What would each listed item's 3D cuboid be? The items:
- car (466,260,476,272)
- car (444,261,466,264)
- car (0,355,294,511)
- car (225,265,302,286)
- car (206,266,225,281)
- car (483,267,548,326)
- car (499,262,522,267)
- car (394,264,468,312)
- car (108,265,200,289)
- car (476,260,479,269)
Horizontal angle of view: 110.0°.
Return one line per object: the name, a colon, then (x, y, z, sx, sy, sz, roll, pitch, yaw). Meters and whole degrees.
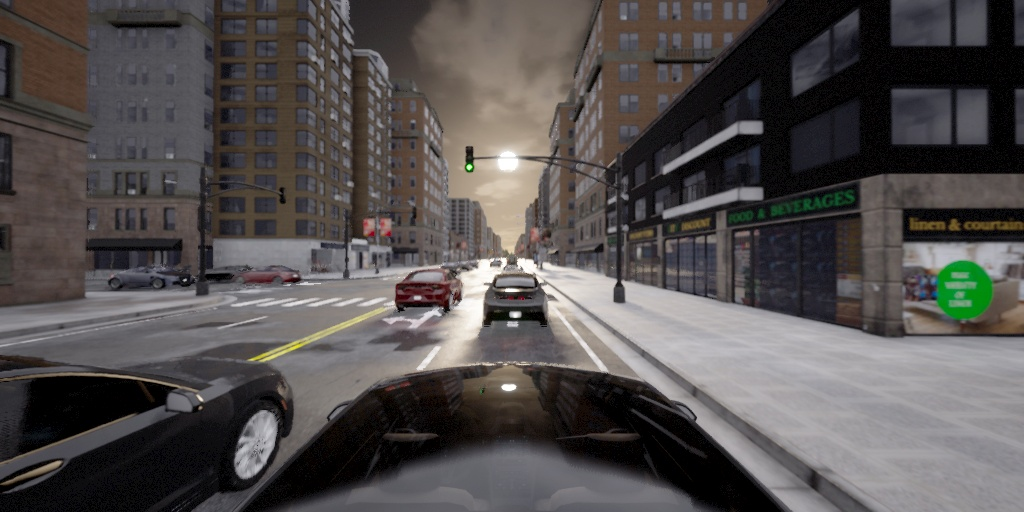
car: (-6.574, 1.369, 49.296, 2.033, 1.411, 5.357, 0, 0, 1)
car: (-6.597, 1.351, 38.844, 2.033, 1.411, 5.357, 0, 0, 0)
car: (-3.150, 1.255, 1.670, 1.837, 1.490, 4.892, 0, 0, 1)
car: (-17.310, 1.352, 25.430, 4.181, 1.385, 1.994, 0, -1, 3)
car: (-22.148, 1.371, 28.136, 4.313, 1.339, 1.948, 0, 0, 0)
car: (0.102, 1.268, 11.712, 1.837, 1.490, 4.892, 0, 0, 0)
car: (0.100, 1.389, 30.022, 1.895, 1.301, 4.718, 0, 0, 0)
car: (-3.150, 1.243, 14.423, 1.882, 1.535, 5.008, 0, 0, 0)
car: (-22.633, 1.334, 22.658, 4.181, 1.385, 1.994, 0, 0, 0)
car: (-6.498, 1.388, 59.794, 2.033, 1.411, 5.357, 0, 0, 0)
